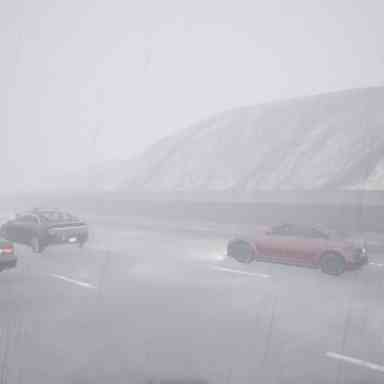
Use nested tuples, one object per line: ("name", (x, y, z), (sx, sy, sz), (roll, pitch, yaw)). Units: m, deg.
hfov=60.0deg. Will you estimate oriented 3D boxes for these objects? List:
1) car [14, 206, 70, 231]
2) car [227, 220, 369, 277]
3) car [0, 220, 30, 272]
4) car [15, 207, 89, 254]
("car", (-10.045, 1.645, 22.077), (1.895, 1.301, 4.718), (0, 0, -45))
("car", (3.203, 1.596, 10.490), (4.181, 1.385, 1.994), (0, 0, 37))
("car", (-7.007, 1.564, 9.694), (5.357, 1.411, 2.033), (0, 0, 41))
("car", (-6.144, 1.519, 13.642), (4.902, 1.511, 2.128), (0, 0, 41))
